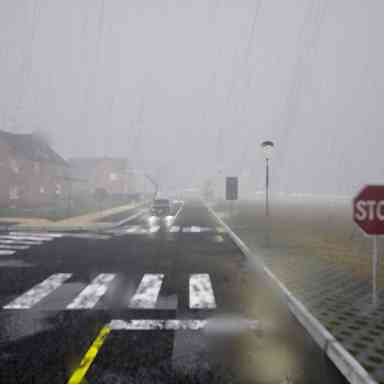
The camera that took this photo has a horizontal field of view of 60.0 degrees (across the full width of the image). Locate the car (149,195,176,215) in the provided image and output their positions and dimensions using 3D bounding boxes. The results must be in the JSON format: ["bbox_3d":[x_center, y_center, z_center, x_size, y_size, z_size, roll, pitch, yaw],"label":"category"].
[{"bbox_3d":[-2.738,1.332,30.484,1.837,1.490,4.892,0,2,0],"label":"car"}]

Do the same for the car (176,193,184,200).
[{"bbox_3d":[-2.722,0.951,71.728,2.128,1.511,4.902,0,0,0],"label":"car"}]
